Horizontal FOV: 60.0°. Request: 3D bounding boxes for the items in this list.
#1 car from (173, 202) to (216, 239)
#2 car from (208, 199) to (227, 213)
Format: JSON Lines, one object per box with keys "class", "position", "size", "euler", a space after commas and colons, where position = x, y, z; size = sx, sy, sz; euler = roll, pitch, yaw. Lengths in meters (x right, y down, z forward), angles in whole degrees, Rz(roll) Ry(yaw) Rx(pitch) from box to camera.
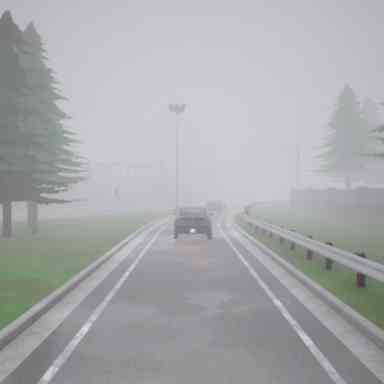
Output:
{"class": "car", "position": [0.064, 1.506, 17.491], "size": [1.837, 1.490, 4.892], "euler": [0, 0, 1]}
{"class": "car", "position": [2.635, 1.529, 36.865], "size": [1.812, 1.442, 4.674], "euler": [0, 0, 15]}
